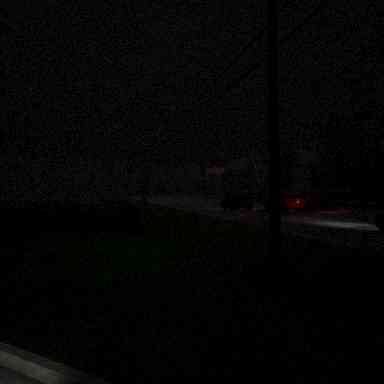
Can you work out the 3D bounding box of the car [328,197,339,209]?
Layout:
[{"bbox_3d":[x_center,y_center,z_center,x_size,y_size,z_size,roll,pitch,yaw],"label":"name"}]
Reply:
[{"bbox_3d":[15.807,1.300,40.709,2.128,1.511,4.902,-1,0,-15],"label":"car"}]

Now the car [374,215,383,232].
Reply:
[{"bbox_3d":[11.429,1.466,16.382,1.895,1.301,4.718,-1,0,-15],"label":"car"}]

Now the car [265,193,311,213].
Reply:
[{"bbox_3d":[9.892,1.097,35.711,2.150,2.045,5.566,-1,0,-15],"label":"car"}]

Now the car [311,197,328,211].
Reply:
[{"bbox_3d":[12.889,1.319,38.066,1.882,1.535,5.008,-1,0,-15],"label":"car"}]

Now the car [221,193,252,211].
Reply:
[{"bbox_3d":[5.218,1.147,39.613,2.150,2.045,5.566,-1,0,-15],"label":"car"}]
